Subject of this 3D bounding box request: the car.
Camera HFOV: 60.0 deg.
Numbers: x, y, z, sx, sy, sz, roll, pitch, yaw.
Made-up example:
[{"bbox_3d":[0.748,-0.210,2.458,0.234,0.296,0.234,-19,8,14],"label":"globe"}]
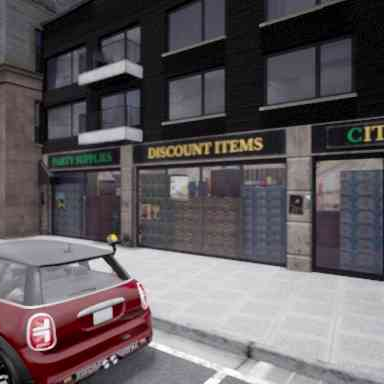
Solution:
[{"bbox_3d":[-2.594,1.436,4.925,4.097,1.590,1.967,0,0,35],"label":"car"}]
